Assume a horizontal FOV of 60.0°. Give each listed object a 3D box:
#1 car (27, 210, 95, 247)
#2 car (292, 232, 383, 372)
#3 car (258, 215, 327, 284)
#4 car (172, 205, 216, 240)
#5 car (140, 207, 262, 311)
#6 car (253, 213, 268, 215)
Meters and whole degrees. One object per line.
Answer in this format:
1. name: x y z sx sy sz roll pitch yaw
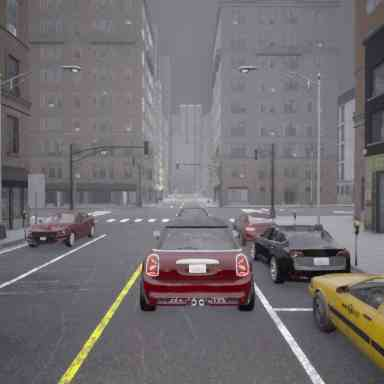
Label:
1. car: -5.705 1.539 14.969 1.887 1.381 4.507 -1 0 0
2. car: 2.859 1.524 3.985 1.752 1.417 4.829 -1 0 0
3. car: 2.850 1.562 9.401 1.947 1.339 4.313 -1 0 0
4. car: 0.066 1.541 18.144 2.033 1.411 5.357 0 0 0
5. car: 0.087 1.349 7.905 2.097 1.767 4.553 0 0 0
6. car: 2.841 1.576 14.987 1.802 1.307 4.206 -1 0 0
